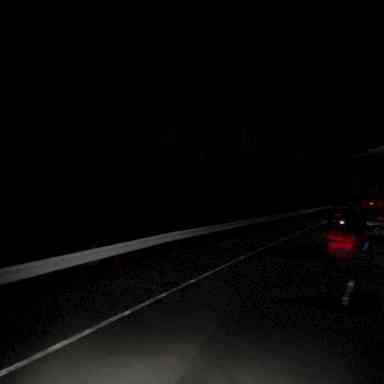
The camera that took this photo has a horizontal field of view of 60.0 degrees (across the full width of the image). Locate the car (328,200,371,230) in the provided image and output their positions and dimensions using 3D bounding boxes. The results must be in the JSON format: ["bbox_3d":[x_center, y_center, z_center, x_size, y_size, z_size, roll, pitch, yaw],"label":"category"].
[{"bbox_3d":[9.969,1.504,21.214,1.837,1.490,4.892,0,0,33],"label":"car"}]

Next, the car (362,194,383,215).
[{"bbox_3d":[19.174,1.221,34.842,2.150,2.045,5.566,0,0,35],"label":"car"}]
